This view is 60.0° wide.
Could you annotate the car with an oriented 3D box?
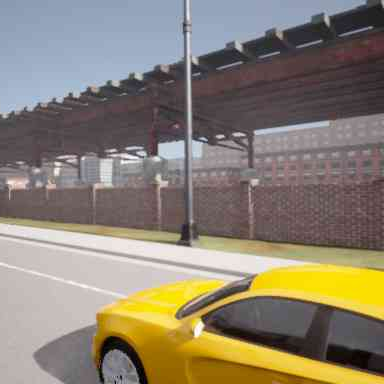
[{"bbox_3d":[1.117,1.476,3.187,5.008,1.535,1.882,0,0,36],"label":"car"}]
